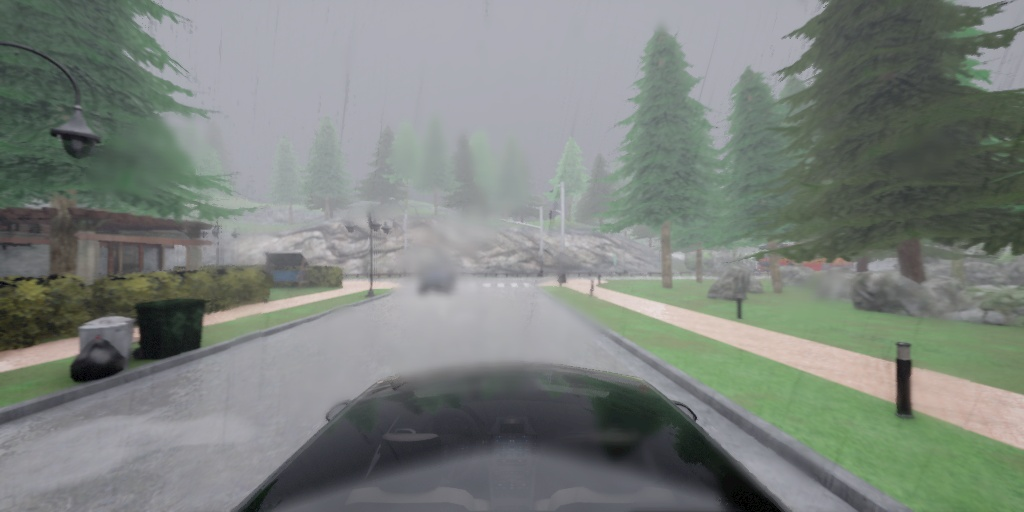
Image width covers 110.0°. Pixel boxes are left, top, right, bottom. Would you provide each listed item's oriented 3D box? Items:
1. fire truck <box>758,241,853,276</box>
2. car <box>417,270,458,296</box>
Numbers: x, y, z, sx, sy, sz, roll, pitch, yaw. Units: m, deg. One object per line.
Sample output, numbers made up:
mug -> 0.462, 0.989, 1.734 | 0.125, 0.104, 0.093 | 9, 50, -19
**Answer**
fire truck -> 31.456, 0.299, 38.681 | 8.468, 3.827, 2.891 | 0, -1, -3
car -> -4.404, 1.597, 22.077 | 2.033, 1.411, 5.357 | 0, -1, -2
